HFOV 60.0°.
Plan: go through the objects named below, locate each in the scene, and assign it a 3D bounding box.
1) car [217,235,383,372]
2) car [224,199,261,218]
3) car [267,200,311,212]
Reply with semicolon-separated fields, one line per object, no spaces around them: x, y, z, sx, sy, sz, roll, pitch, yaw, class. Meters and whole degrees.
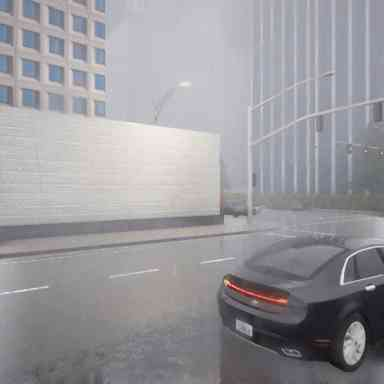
2.655;1.505;5.692;4.892;1.490;1.837;0;0;-35;car
3.600;1.603;31.571;2.033;1.411;5.357;0;0;-36;car
11.260;1.603;39.251;2.033;1.411;5.357;0;0;-36;car
